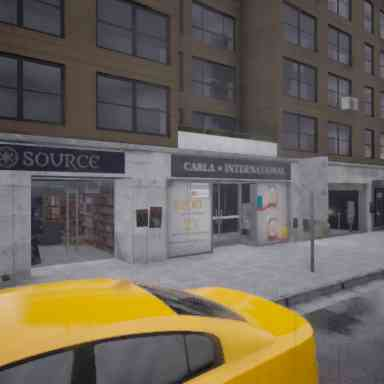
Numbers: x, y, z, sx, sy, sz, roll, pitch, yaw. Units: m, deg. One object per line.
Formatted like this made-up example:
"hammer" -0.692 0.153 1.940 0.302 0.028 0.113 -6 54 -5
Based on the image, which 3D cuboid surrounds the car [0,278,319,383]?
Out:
"car" -1.231 1.478 2.194 5.008 1.535 1.882 0 0 -35
